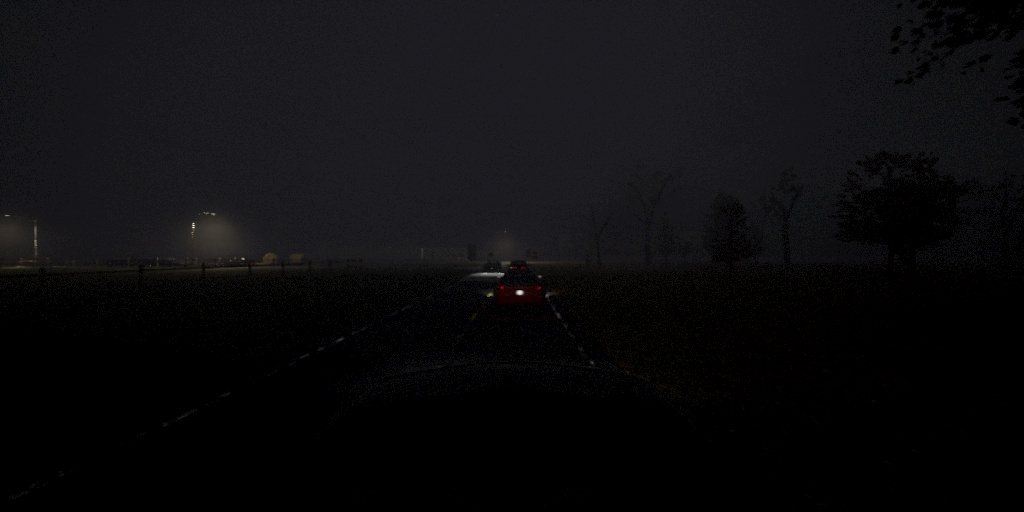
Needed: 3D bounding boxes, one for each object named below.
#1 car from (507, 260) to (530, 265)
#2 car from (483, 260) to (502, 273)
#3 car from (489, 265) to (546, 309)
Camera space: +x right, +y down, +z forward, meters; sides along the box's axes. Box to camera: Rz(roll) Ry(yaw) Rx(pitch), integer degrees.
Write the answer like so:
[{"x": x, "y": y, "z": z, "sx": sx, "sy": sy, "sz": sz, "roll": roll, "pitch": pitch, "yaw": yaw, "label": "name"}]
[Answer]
[{"x": 0.578, "y": 1.109, "z": 31.036, "sx": 1.837, "sy": 1.490, "sz": 4.892, "roll": 0, "pitch": 0, "yaw": 1, "label": "car"}, {"x": -2.113, "y": 1.122, "z": 40.393, "sx": 1.994, "sy": 1.385, "sz": 4.181, "roll": 0, "pitch": 0, "yaw": 1, "label": "car"}, {"x": 0.303, "y": 1.252, "z": 14.584, "sx": 1.994, "sy": 1.385, "sz": 4.181, "roll": 0, "pitch": 0, "yaw": 1, "label": "car"}]
